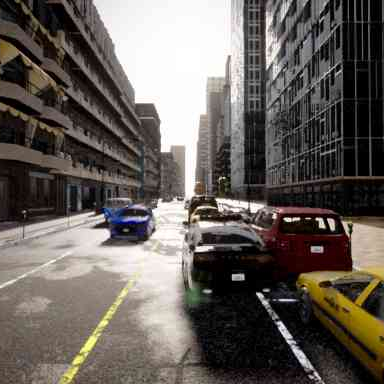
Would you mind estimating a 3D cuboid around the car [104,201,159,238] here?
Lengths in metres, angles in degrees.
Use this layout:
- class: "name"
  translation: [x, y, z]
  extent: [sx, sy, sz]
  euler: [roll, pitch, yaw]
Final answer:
- class: "car"
  translation: [-3.038, 1.488, 17.788]
  extent: [1.882, 1.535, 5.008]
  euler: [0, 0, 0]

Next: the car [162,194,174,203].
- class: "car"
  translation: [-5.842, 1.694, 75.795]
  extent: [1.887, 1.381, 4.507]
  euler: [1, 0, 0]

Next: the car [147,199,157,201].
- class: "car"
  translation: [-5.783, 1.646, 48.181]
  extent: [1.802, 1.307, 4.206]
  euler: [1, 0, 0]

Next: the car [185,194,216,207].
- class: "car"
  translation: [0.775, 1.241, 24.942]
  extent: [2.150, 2.045, 5.566]
  euler: [0, 0, -1]

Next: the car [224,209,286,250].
- class: "car"
  translation: [2.670, 1.574, 15.061]
  extent: [1.947, 1.339, 4.313]
  euler: [1, 0, 0]

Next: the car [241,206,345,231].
- class: "car"
  translation: [2.685, 1.319, 9.539]
  extent: [2.192, 1.841, 5.009]
  euler: [1, 0, 0]

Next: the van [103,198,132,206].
- class: "van"
  translation: [-5.731, 1.361, 26.091]
  extent: [1.690, 1.788, 3.998]
  euler: [1, 0, 0]

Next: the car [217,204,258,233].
- class: "car"
  translation: [2.658, 1.558, 20.585]
  extent: [1.887, 1.381, 4.507]
  euler: [1, 0, 0]

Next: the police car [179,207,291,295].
- class: "police car"
  translation: [0.719, 1.429, 8.952]
  extent: [1.930, 1.638, 5.238]
  euler: [0, 0, -4]

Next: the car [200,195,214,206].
- class: "car"
  translation: [2.577, 1.410, 59.245]
  extent: [2.192, 1.841, 5.009]
  euler: [1, 0, 0]

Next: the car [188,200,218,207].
- class: "car"
  translation: [0.812, 1.467, 19.081]
  extent: [1.801, 1.575, 5.366]
  euler: [0, 0, 0]

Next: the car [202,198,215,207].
- class: "car"
  translation: [2.585, 1.645, 53.721]
  extent: [1.947, 1.339, 4.313]
  euler: [1, 0, 0]

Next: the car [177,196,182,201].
- class: "car"
  translation: [-3.195, 1.780, 91.179]
  extent: [1.994, 1.385, 4.181]
  euler: [0, 0, 0]

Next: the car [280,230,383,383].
- class: "car"
  translation: [2.694, 1.527, 4.187]
  extent: [1.752, 1.417, 4.829]
  euler: [1, 0, 0]

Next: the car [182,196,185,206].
- class: "car"
  translation: [-0.091, 1.586, 46.785]
  extent: [1.812, 1.442, 4.674]
  euler: [0, 0, 0]

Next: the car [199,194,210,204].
- class: "car"
  translation: [2.552, 1.445, 70.291]
  extent: [2.192, 1.841, 5.009]
  euler: [1, 0, 0]
